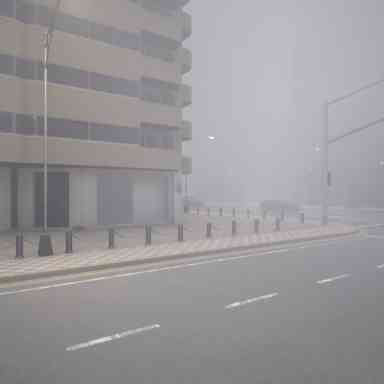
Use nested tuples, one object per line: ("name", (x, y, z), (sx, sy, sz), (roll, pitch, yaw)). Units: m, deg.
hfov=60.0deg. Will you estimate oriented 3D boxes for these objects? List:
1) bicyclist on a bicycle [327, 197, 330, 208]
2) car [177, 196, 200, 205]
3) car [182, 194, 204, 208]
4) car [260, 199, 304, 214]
("bicyclist on a bicycle", (17.369, 1.245, 43.071), (1.656, 1.620, 0.582), (0, 0, -35))
("car", (-0.734, 1.449, 60.600), (1.837, 1.490, 4.892), (0, 0, -34))
("car", (-0.226, 1.422, 47.375), (1.882, 1.535, 5.008), (0, 0, -35))
("car", (9.123, 1.436, 34.028), (2.128, 1.511, 4.902), (0, 0, -35))
